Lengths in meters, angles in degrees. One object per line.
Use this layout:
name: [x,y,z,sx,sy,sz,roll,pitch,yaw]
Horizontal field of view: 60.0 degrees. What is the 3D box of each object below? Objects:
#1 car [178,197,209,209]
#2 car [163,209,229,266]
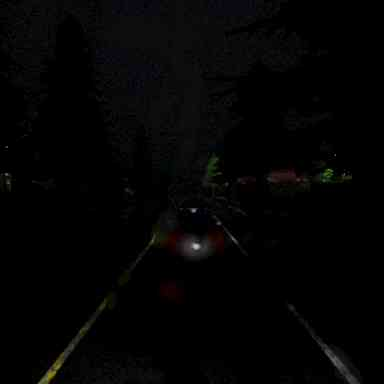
car: [0.103,1.204,23.179,2.097,1.767,4.553,0,0,0]
car: [0.100,1.491,11.331,1.994,1.385,4.181,0,0,0]
